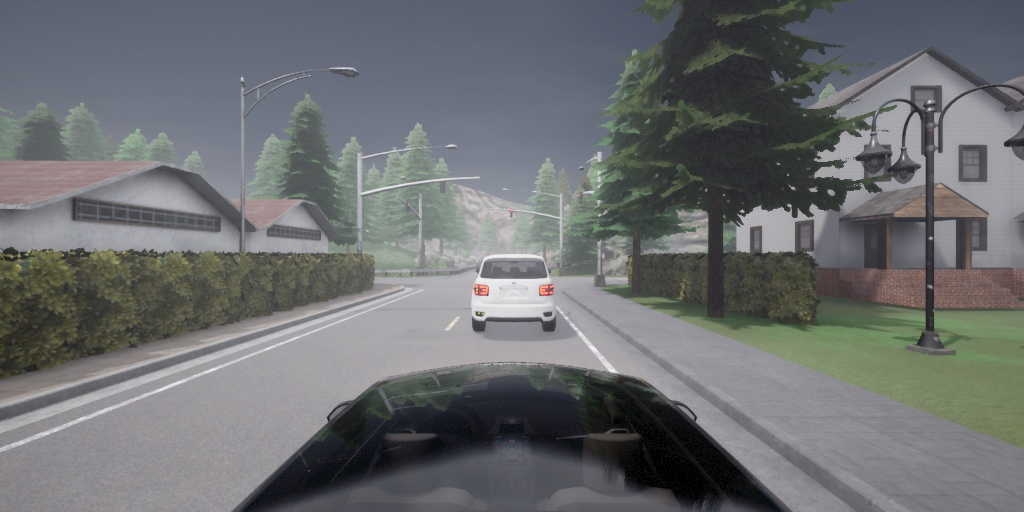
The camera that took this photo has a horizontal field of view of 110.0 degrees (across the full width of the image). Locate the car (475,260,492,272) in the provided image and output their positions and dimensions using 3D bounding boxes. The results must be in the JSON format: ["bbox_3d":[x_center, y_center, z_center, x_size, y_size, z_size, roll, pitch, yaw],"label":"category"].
[{"bbox_3d":[-3.613,1.255,46.098,1.837,1.490,4.892,0,0,0],"label":"car"}]

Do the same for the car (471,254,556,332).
[{"bbox_3d":[0.061,0.971,11.023,2.150,2.045,5.566,0,0,0],"label":"car"}]

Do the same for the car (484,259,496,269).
[{"bbox_3d":[-3.616,1.277,59.683,1.812,1.442,4.674,0,1,0],"label":"car"}]
